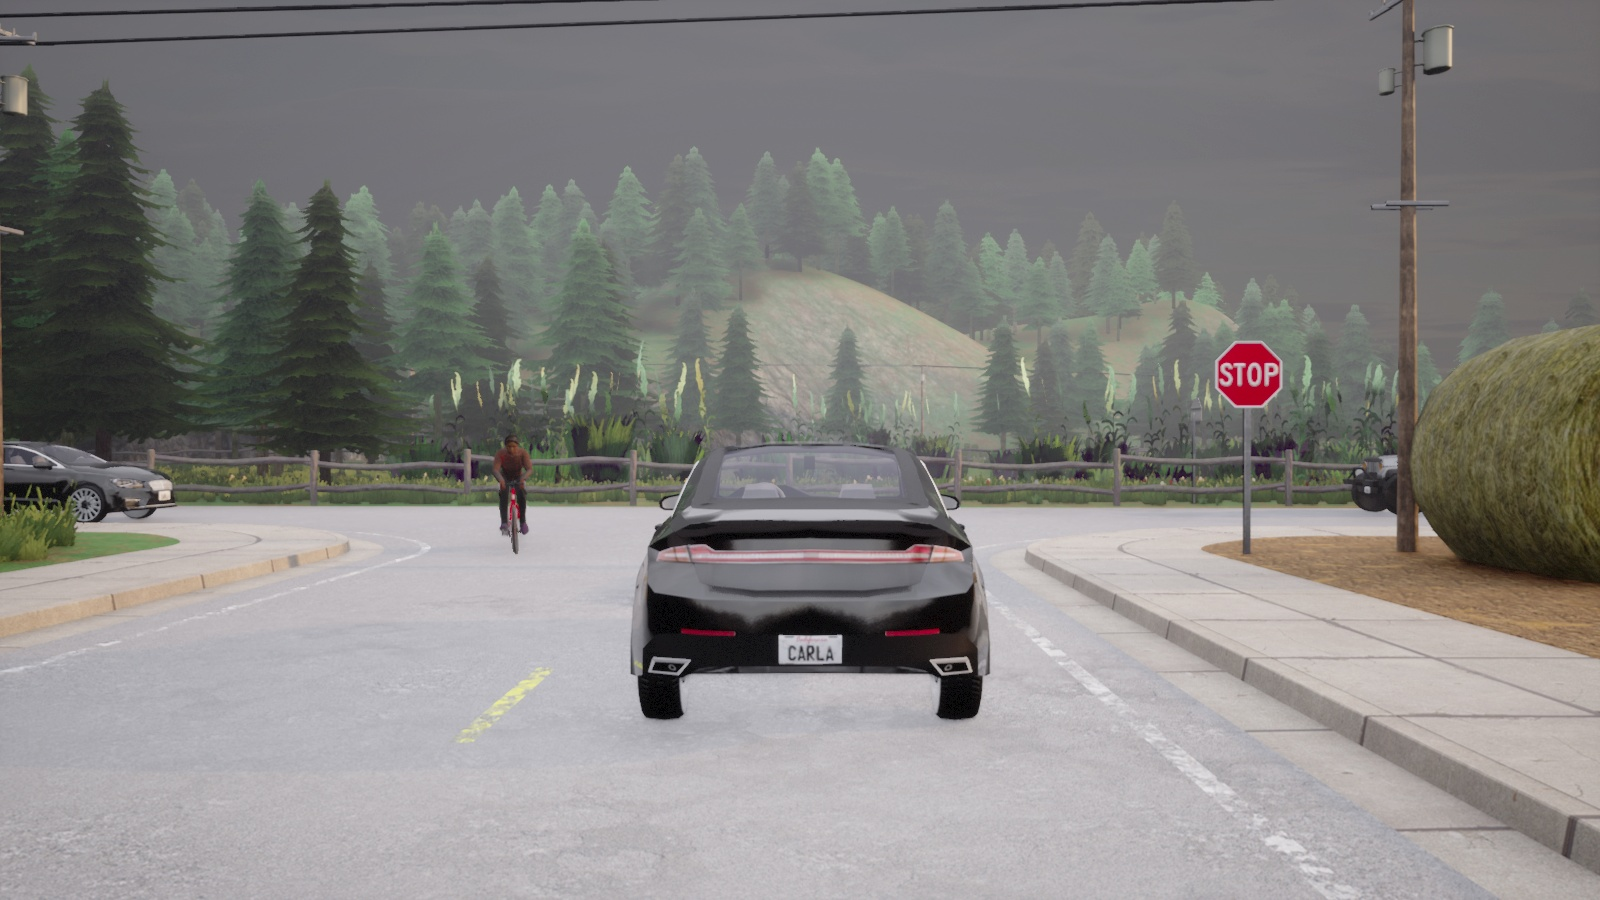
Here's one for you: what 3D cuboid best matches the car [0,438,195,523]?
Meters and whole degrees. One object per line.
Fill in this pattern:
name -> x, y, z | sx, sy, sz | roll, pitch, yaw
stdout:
car -> -14.395, 0.543, 23.733 | 4.902, 1.511, 2.128 | 0, 0, 3

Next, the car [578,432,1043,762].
car -> 0.062, 0.664, 8.211 | 2.128, 1.511, 4.902 | 0, 0, 0

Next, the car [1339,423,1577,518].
car -> 13.388, 0.395, 25.728 | 3.866, 1.878, 1.905 | 0, 0, 3

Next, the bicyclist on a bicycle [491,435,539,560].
bicyclist on a bicycle -> -3.929, 0.614, 17.265 | 0.582, 1.620, 1.656 | -1, 1, -14
